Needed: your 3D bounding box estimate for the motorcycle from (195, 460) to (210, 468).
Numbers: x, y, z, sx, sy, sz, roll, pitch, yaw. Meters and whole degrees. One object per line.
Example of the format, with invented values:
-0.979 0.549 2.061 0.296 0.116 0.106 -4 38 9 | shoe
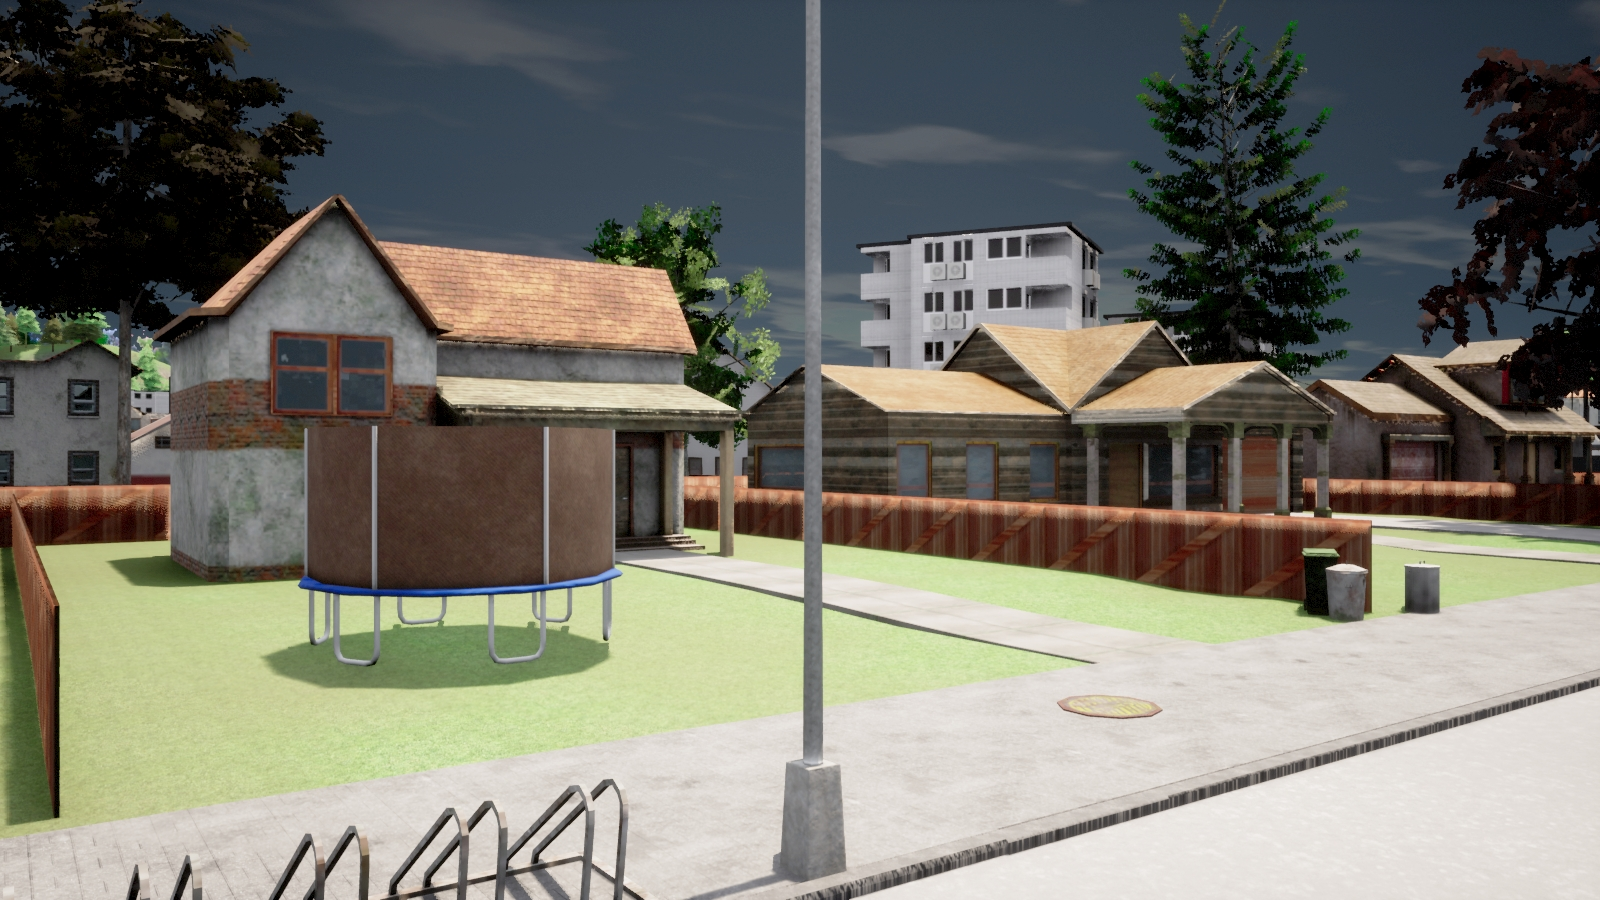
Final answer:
-95.183 2.186 181.910 2.033 1.199 0.803 0 0 -35 | motorcycle
